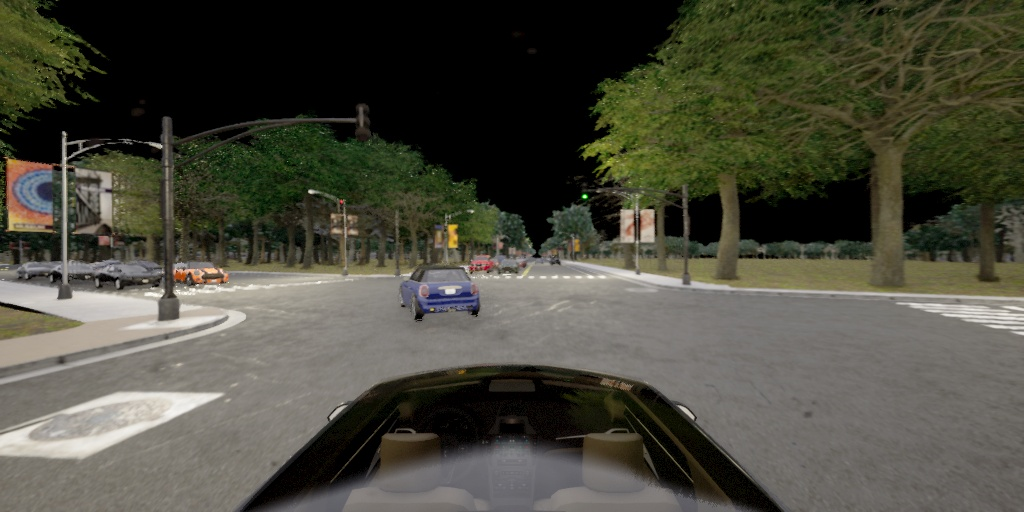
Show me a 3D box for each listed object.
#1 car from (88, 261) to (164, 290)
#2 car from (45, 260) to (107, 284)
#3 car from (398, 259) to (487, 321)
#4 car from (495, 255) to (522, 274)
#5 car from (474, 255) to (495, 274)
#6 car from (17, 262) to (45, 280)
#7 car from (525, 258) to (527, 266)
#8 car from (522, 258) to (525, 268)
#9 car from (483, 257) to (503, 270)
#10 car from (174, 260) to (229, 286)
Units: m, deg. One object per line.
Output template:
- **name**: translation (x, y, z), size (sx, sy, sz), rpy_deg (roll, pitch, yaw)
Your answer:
- **car**: translation (-24.784, 1.278, 23.113), size (5.008, 1.535, 1.882), rpy_deg (0, 0, 26)
- **car**: translation (-33.613, 1.296, 27.675), size (5.008, 1.535, 1.882), rpy_deg (0, 0, 27)
- **car**: translation (-2.781, 1.107, 12.974), size (2.097, 1.767, 4.553), rpy_deg (-1, 0, -25)
- **car**: translation (-0.320, 1.055, 39.277), size (2.097, 1.767, 4.553), rpy_deg (0, 0, 4)
- **car**: translation (-3.429, 0.948, 41.522), size (2.150, 2.045, 5.566), rpy_deg (0, 0, 4)
- **car**: translation (-42.769, 1.345, 32.427), size (4.892, 1.490, 1.837), rpy_deg (0, 0, 28)
- **car**: translation (1.163, 1.144, 58.030), size (1.882, 1.535, 5.008), rpy_deg (0, 0, 4)
- **car**: translation (0.379, 1.287, 48.244), size (1.895, 1.301, 4.718), rpy_deg (0, 0, 5)
- **car**: translation (-2.648, 1.060, 51.093), size (2.097, 1.767, 4.553), rpy_deg (0, 0, 5)
- **car**: translation (-22.359, 1.133, 25.526), size (4.553, 1.767, 2.097), rpy_deg (0, 0, 27)
